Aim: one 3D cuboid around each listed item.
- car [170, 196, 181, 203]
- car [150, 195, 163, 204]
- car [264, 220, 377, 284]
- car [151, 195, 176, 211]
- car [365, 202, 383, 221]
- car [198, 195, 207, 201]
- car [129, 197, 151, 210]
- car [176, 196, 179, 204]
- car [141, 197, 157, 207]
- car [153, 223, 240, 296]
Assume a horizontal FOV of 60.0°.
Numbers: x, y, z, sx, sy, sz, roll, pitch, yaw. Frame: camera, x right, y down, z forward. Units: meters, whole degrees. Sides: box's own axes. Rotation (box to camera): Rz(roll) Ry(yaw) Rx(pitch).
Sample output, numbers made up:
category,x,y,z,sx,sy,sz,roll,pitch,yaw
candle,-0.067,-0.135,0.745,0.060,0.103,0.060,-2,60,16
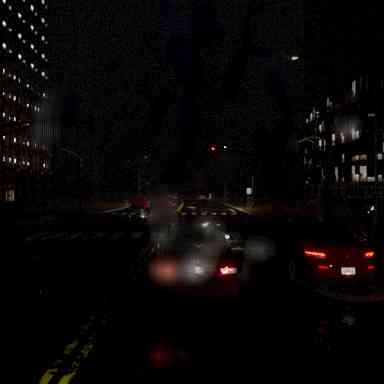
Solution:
category,x,y,z,sx,sy,sz,roll,pitch,yaw
car,-3.422,1.473,69.121,1.994,1.385,4.181,0,0,-1
car,-6.664,1.429,62.483,1.837,1.490,4.892,0,0,0
car,3.338,1.522,9.408,1.812,1.442,4.674,0,0,0
car,-3.396,1.320,40.576,2.097,1.767,4.553,0,0,0
car,16.990,1.280,26.660,5.566,2.045,2.150,0,0,3
car,2.542,1.393,82.803,1.812,1.442,4.674,0,0,-4
car,-6.650,1.443,42.198,1.882,1.535,5.008,0,0,0
car,-3.405,1.456,49.468,1.837,1.490,4.892,0,0,0
car,-6.662,1.471,52.119,1.812,1.442,4.674,0,0,0
car,0.089,1.544,8.824,2.033,1.411,5.357,0,0,0
